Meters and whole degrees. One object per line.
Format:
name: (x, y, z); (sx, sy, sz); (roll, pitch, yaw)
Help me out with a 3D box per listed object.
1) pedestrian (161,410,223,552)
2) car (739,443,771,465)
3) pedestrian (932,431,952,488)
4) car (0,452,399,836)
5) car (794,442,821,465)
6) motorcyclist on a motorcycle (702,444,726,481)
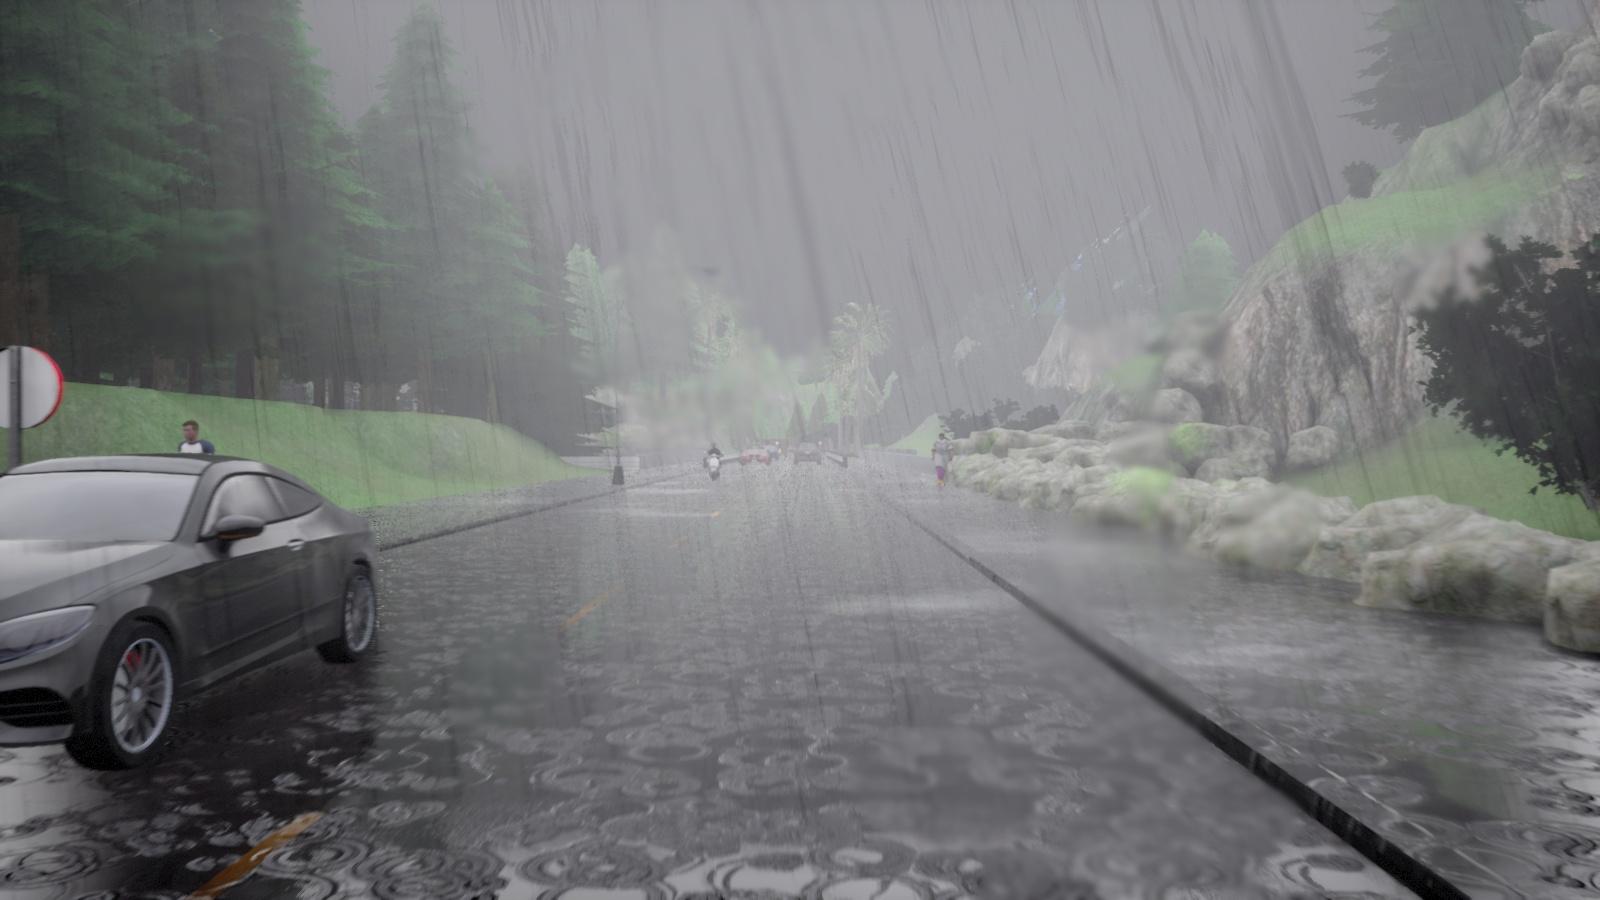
pedestrian: (-8.058, 0.396, 16.652); (0.354, 1.836, 0.706); (0, 0, 17)
car: (-3.419, 0.274, 96.068); (2.242, 1.667, 4.611); (0, 0, 0)
pedestrian: (4.895, 0.319, 43.347); (0.659, 1.952, 0.873); (0, 0, 5)
car: (-3.943, 0.746, 7.139); (1.812, 1.442, 4.674); (0, 0, 0)
car: (0.600, 0.280, 99.381); (2.097, 1.767, 4.553); (0, 0, 0)
motorcyclist on a motorcycle: (-3.672, 0.521, 53.671); (0.866, 1.590, 1.817); (0, 0, 0)
